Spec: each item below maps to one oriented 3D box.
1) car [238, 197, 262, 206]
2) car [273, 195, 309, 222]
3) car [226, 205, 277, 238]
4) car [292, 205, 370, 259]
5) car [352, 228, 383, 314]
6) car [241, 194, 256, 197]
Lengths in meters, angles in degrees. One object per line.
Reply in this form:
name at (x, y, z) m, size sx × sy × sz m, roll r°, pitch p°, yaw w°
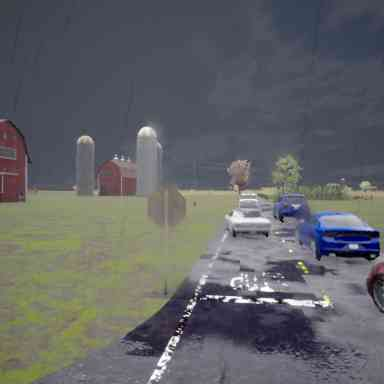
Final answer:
car at (5.056, 1.505, 29.570) m, size 1.837 × 1.490 × 4.892 m, roll 0°, pitch 0°, yaw 9°
car at (7.714, 1.222, 26.117) m, size 2.150 × 2.045 × 5.566 m, roll 0°, pitch 0°, yaw 7°
car at (2.931, 1.602, 17.915) m, size 1.895 × 1.301 × 4.718 m, roll 0°, pitch 0°, yaw 1°
car at (5.217, 1.481, 12.459) m, size 1.882 × 1.535 × 5.008 m, roll 0°, pitch 0°, yaw 8°
car at (4.606, 1.528, 4.721) m, size 1.812 × 1.442 × 4.674 m, roll 0°, pitch 0°, yaw -8°
car at (6.848, 1.216, 40.294) m, size 2.150 × 2.045 × 5.566 m, roll 0°, pitch 0°, yaw 10°
